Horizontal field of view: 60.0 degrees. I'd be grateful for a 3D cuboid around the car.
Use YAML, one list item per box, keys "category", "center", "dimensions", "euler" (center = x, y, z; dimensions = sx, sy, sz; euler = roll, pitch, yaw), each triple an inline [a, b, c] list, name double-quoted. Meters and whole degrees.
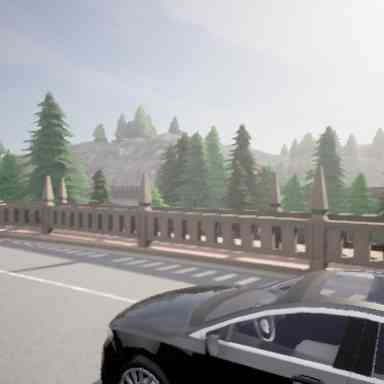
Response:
- category: "car"
  center: [1.284, 1.480, 2.853]
  dimensions: [4.902, 1.511, 2.128]
  euler: [0, 0, 35]
